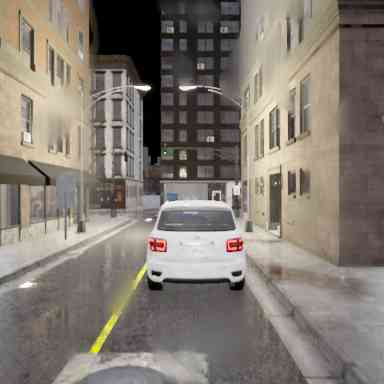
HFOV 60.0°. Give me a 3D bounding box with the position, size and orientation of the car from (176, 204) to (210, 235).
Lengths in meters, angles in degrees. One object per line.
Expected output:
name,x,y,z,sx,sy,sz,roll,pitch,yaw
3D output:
car,0.051,1.543,19.946,1.812,1.442,4.674,0,0,0

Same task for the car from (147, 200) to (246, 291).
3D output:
car,0.085,1.229,9.200,2.150,2.045,5.566,0,0,0
